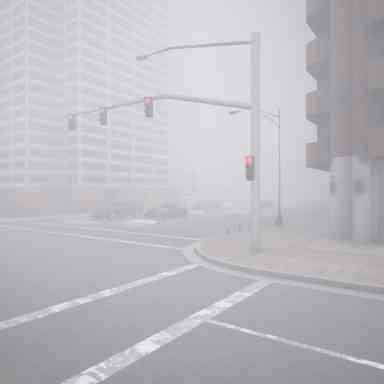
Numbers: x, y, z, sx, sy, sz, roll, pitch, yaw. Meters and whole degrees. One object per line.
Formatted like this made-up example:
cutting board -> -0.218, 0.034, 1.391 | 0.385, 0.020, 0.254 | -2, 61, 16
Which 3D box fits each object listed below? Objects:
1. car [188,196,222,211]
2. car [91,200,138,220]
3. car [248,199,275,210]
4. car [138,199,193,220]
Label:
car -> 1.825, 1.563, 39.626 | 1.994, 1.385, 4.181 | 0, 0, 35
car -> -6.241, 1.505, 28.188 | 1.837, 1.490, 4.892 | 0, 0, 35
car -> 9.225, 1.601, 43.965 | 1.895, 1.301, 4.718 | 0, 0, 36
car -> -2.131, 1.564, 27.947 | 1.994, 1.385, 4.181 | 0, 0, 35
